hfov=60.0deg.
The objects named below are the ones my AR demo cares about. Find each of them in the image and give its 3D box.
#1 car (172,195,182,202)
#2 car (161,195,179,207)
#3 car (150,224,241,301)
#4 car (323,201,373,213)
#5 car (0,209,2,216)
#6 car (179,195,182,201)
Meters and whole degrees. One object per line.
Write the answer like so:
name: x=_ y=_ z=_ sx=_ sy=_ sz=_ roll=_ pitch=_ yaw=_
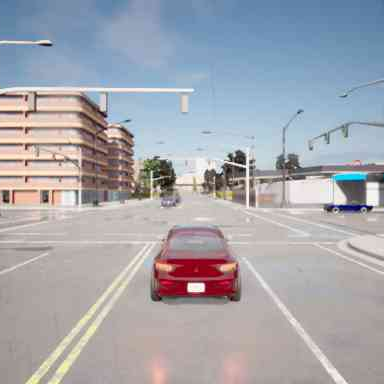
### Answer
car: x=-3.504 y=1.520 z=80.215 sx=2.128 sy=1.511 sz=4.902 roll=0 pitch=0 yaw=0
car: x=-3.585 y=1.349 z=51.677 sx=2.097 sy=1.767 sz=4.553 roll=0 pitch=0 yaw=0
car: x=0.082 y=1.525 z=8.195 sx=1.812 sy=1.442 sz=4.674 roll=0 pitch=0 yaw=0
car: x=16.534 y=1.599 z=35.493 sx=4.718 sy=1.301 sz=1.895 roll=0 pitch=0 yaw=1
car: x=-17.591 y=1.396 z=26.110 sx=4.902 sy=1.511 sz=2.128 roll=1 pitch=0 yaw=1
car: x=-3.530 y=1.597 z=65.931 sx=1.895 sy=1.301 sz=4.718 roll=0 pitch=0 yaw=0
